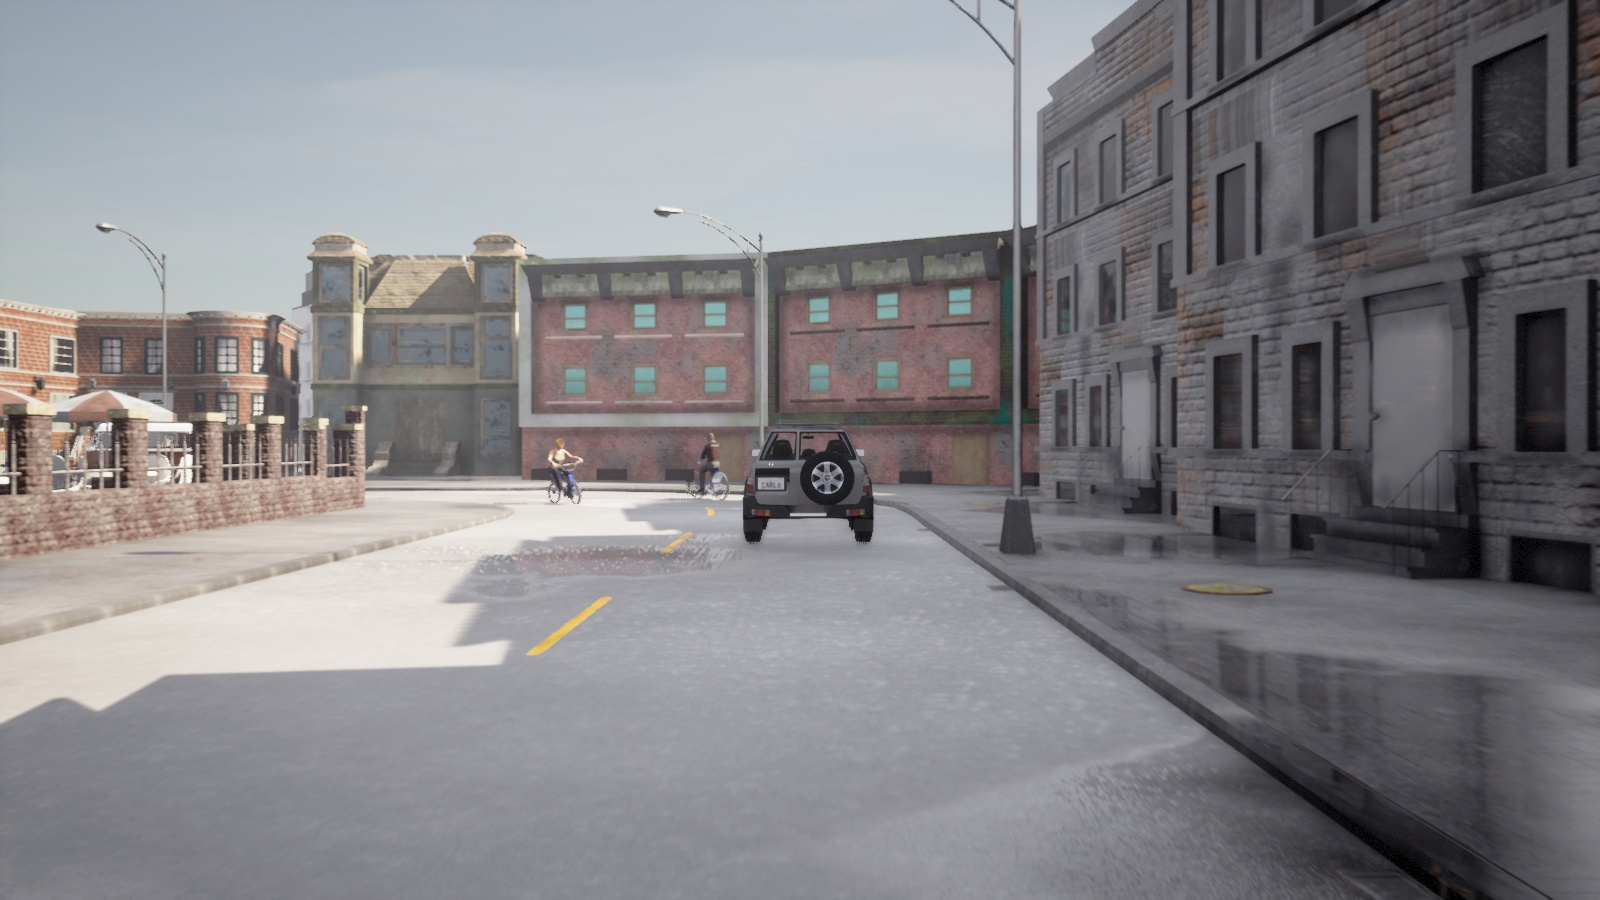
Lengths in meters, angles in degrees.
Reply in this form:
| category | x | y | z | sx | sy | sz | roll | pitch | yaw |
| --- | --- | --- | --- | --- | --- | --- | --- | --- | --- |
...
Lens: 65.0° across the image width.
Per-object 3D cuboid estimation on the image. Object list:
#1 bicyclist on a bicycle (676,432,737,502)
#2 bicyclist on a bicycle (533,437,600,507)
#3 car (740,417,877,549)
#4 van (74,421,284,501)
| category | x | y | z | sx | sy | sz | roll | pitch | yaw |
| --- | --- | --- | --- | --- | --- | --- | --- | --- | --- |
| bicyclist on a bicycle | -2.467 | 0.431 | 32.939 | 0.659 | 1.776 | 1.843 | -2 | 2 | -38 |
| bicyclist on a bicycle | -5.654 | 0.509 | 30.376 | 0.866 | 1.612 | 1.509 | -5 | 3 | -41 |
| car | 0.130 | 0.451 | 19.986 | 1.932 | 1.855 | 4.605 | 0 | 0 | 0 |
| van | -16.236 | 0.271 | 32.988 | 4.480 | 2.038 | 2.069 | 0 | 0 | 0 |
